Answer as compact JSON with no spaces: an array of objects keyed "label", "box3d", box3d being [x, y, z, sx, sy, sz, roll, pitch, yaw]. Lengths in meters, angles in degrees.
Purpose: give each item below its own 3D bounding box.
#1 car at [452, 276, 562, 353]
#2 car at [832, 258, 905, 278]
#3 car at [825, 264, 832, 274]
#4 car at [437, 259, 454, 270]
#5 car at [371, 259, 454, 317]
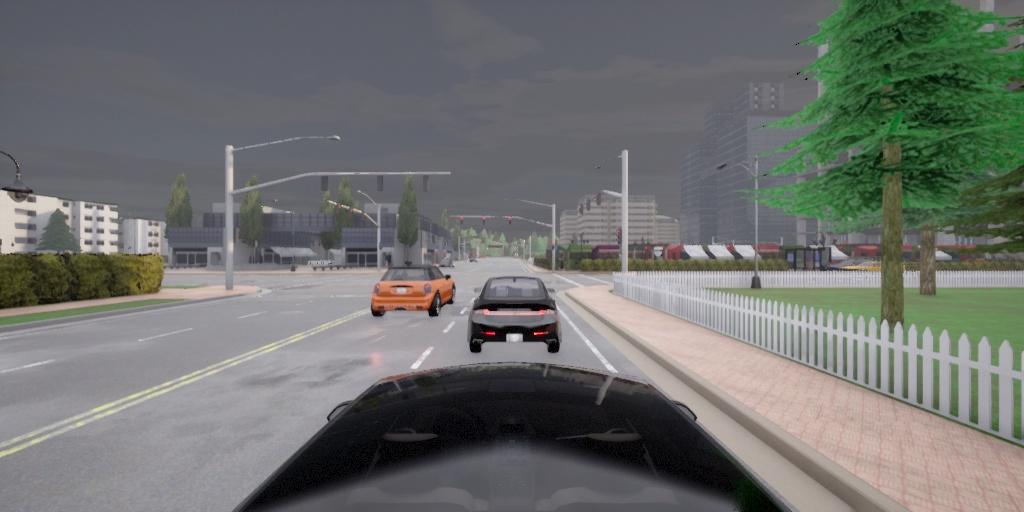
[{"label":"car","box3d":[0.061,1.236,8.781,2.128,1.511,4.902,0,0,0]},{"label":"car","box3d":[33.066,1.203,33.017,5.008,1.535,1.882,0,0,-1]},{"label":"car","box3d":[34.769,1.075,36.557,4.553,1.767,2.097,0,0,-1]},{"label":"car","box3d":[-10.502,1.279,57.174,1.837,1.490,4.892,0,2,0]},{"label":"car","box3d":[-3.417,1.093,13.250,2.097,1.767,4.553,0,0,0]}]
